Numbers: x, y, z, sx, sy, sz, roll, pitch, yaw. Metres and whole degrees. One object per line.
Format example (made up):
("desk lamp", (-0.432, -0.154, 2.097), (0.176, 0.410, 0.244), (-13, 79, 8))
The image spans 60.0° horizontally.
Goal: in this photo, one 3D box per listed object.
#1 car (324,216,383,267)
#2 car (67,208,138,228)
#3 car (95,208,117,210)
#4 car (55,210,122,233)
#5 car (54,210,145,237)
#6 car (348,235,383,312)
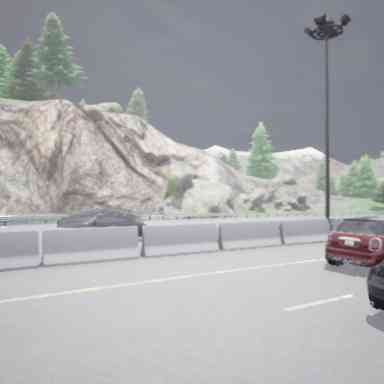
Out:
("car", (6.617, 1.579, 11.009), (4.553, 1.767, 2.097), (1, -1, -28))
("car", (-7.383, 2.071, 27.610), (5.357, 1.411, 2.033), (1, -1, -29))
("car", (-5.481, 1.897, 20.637), (4.892, 1.490, 1.837), (1, -1, -29))
("car", (-7.311, 2.010, 23.599), (4.181, 1.385, 1.994), (1, -1, -29))
("car", (-4.636, 1.851, 17.102), (4.674, 1.442, 1.812), (1, -1, -29))
("car", (5.517, 1.643, 6.499), (4.892, 1.490, 1.837), (1, -1, -28))
